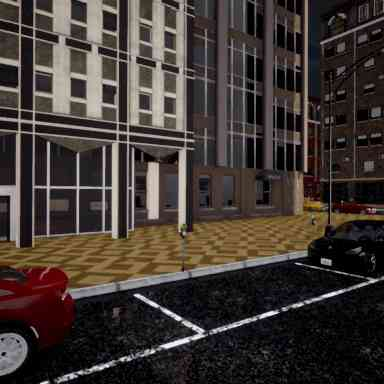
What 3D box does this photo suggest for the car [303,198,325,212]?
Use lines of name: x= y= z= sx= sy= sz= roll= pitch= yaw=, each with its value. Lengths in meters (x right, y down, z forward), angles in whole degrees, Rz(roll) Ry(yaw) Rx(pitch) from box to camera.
car: x=12.331 y=1.468 z=36.633 sx=1.752 sy=1.417 sz=4.829 roll=0 pitch=0 yaw=-36

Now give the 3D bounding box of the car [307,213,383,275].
car: x=5.494 y=1.567 z=10.497 sx=4.313 sy=1.339 sz=1.947 roll=0 pitch=0 yaw=-36

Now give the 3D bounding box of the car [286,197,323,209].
car: x=15.625 y=1.500 z=46.401 sx=1.752 sy=1.417 sz=4.829 roll=0 pitch=0 yaw=-36

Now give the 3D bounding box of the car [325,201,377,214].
car: x=15.538 y=1.535 z=32.174 sx=1.802 sy=1.307 sz=4.206 roll=0 pitch=0 yaw=-36

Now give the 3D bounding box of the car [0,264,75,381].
car: x=-3.756 y=1.545 z=3.874 sx=4.507 sy=1.381 sz=1.887 roll=0 pitch=0 yaw=-36
